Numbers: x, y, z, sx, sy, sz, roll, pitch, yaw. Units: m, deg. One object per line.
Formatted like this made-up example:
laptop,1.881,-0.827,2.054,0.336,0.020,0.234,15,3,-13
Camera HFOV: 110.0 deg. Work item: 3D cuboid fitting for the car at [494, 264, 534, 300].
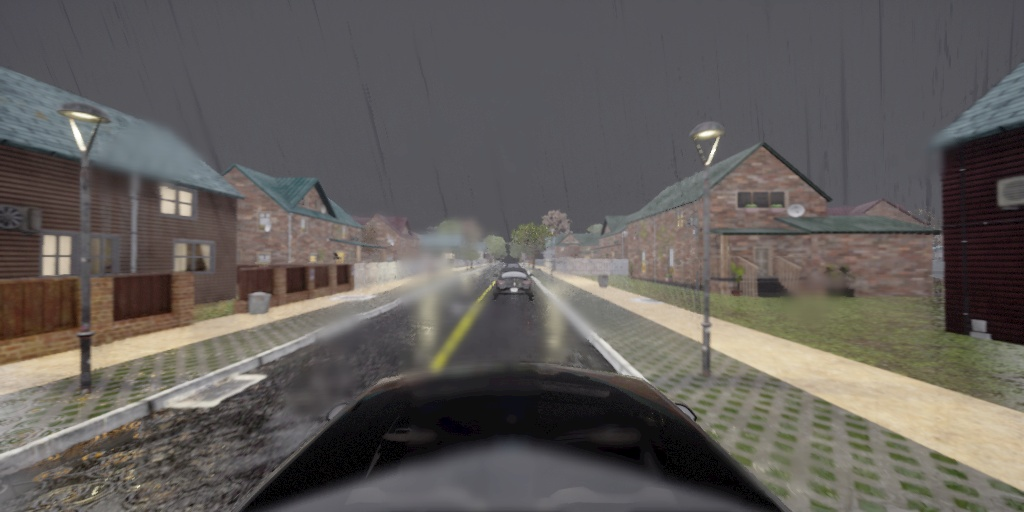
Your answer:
car,0.086,1.287,17.594,1.812,1.442,4.674,0,0,0
